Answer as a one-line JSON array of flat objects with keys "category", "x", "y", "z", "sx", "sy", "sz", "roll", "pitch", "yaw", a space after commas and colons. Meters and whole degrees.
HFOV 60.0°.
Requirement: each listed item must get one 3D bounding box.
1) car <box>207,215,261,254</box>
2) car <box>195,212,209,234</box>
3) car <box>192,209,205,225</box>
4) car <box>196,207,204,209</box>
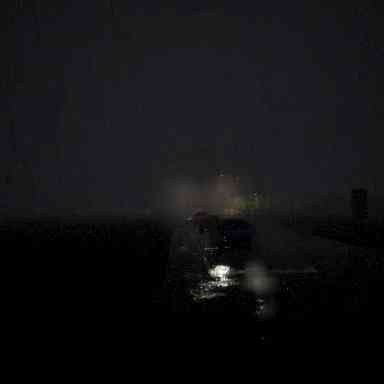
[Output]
[{"category": "car", "x": 2.058, "y": 2.085, "z": 16.782, "sx": 1.882, "sy": 1.535, "sz": 5.008, "roll": -1, "pitch": -2, "yaw": -3}, {"category": "car", "x": 1.613, "y": 2.560, "z": 26.759, "sx": 1.994, "sy": 1.385, "sz": 4.181, "roll": 0, "pitch": -2, "yaw": -3}, {"category": "car", "x": 1.152, "y": 2.934, "z": 37.303, "sx": 1.812, "sy": 1.442, "sz": 4.674, "roll": -1, "pitch": -2, "yaw": -2}, {"category": "car", "x": 2.325, "y": 4.880, "z": 91.242, "sx": 2.097, "sy": 1.767, "sz": 4.553, "roll": 0, "pitch": -2, "yaw": -3}]
